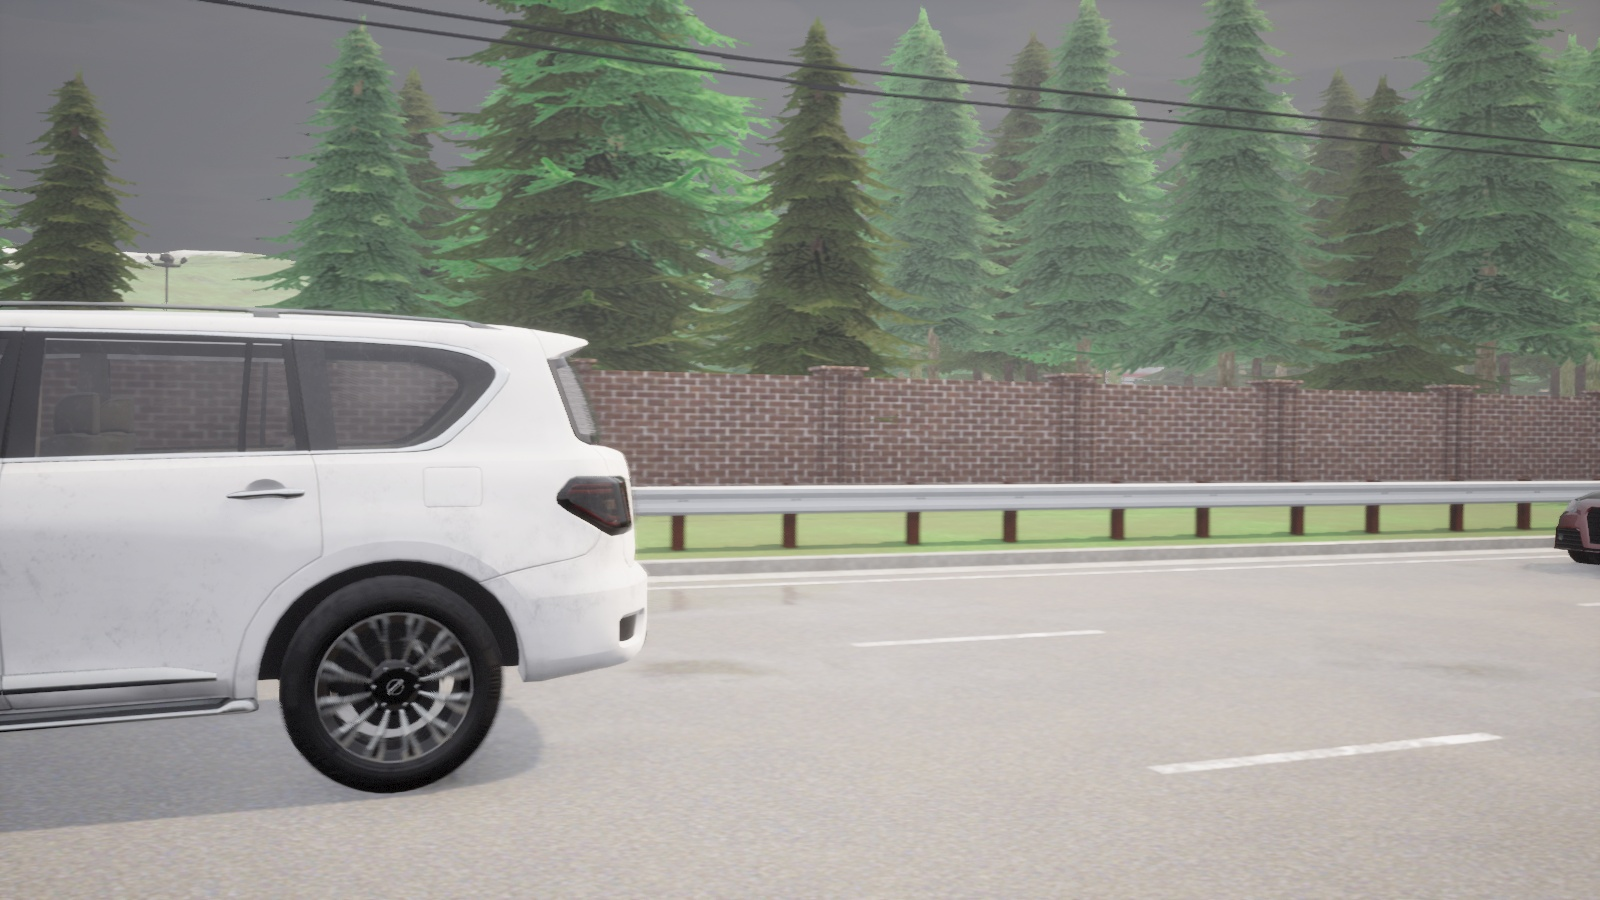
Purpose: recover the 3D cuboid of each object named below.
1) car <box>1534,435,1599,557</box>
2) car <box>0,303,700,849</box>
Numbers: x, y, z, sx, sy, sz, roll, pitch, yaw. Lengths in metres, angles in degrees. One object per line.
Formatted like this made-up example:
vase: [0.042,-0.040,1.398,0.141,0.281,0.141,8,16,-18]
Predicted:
car: [11.171,0.498,14.969,4.181,1.385,1.994,-1,1,-21]
car: [-3.445,0.462,5.671,5.566,2.045,2.150,-1,1,-21]
